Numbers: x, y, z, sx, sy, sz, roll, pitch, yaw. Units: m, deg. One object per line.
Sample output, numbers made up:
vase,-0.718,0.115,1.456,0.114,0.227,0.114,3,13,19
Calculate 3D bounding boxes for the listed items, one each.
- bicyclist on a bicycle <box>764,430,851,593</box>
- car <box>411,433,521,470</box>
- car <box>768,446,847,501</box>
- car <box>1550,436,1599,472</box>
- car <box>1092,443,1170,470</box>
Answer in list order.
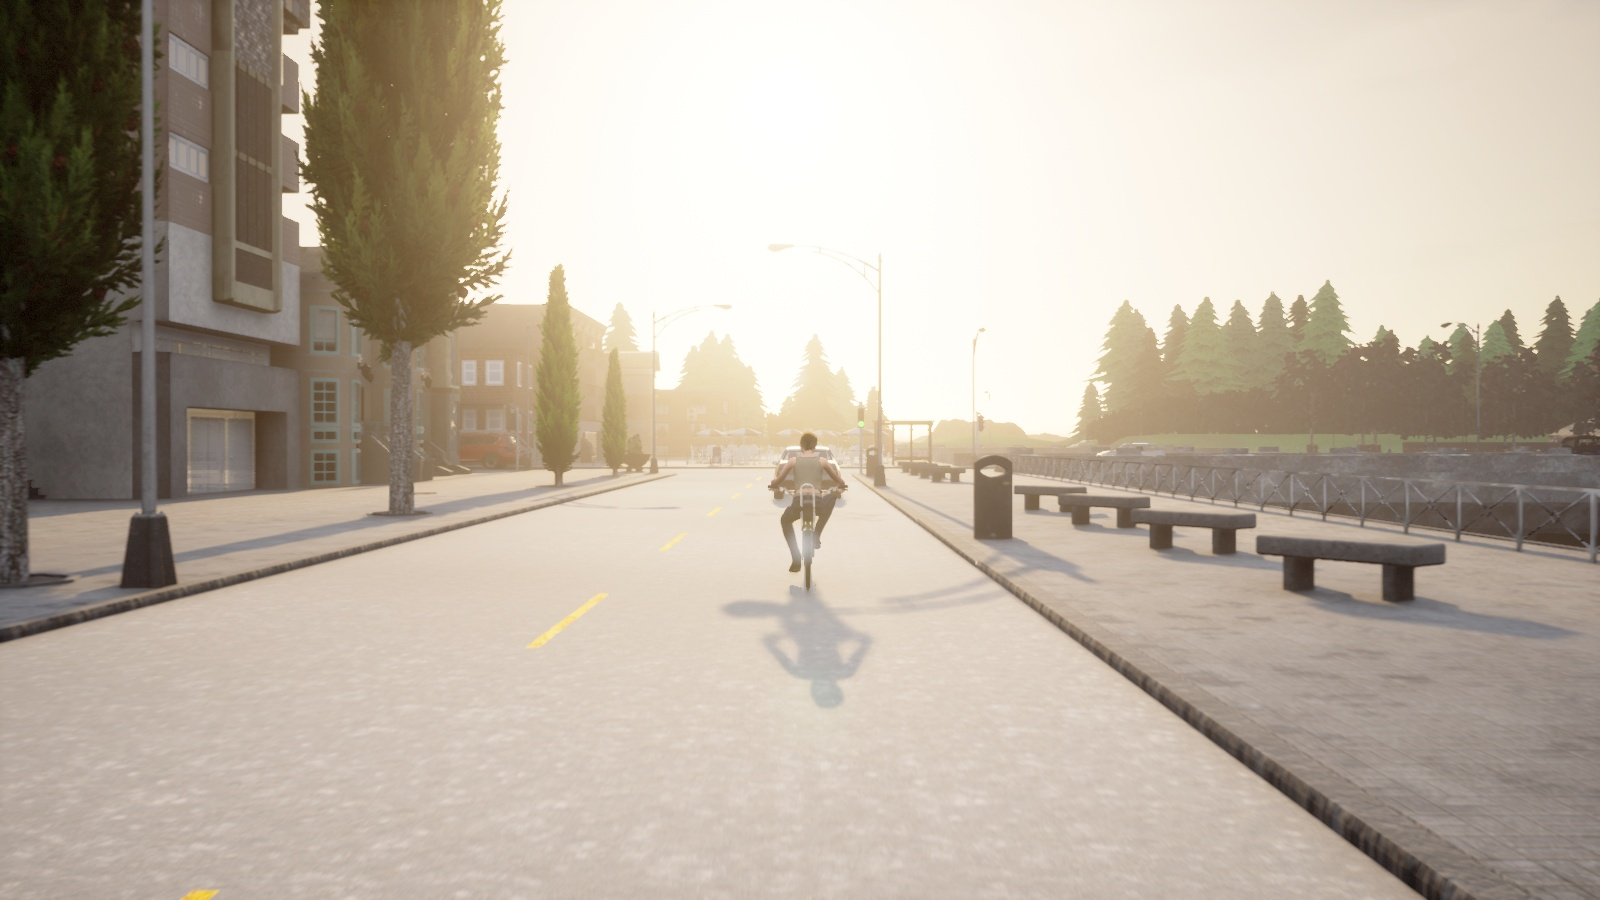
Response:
bicyclist on a bicycle,0.084,0.609,13.198,0.866,1.612,1.509,0,0,1
car,-18.648,0.054,70.337,5.566,2.045,2.150,0,0,0
car,0.210,0.596,35.145,2.033,1.411,5.357,0,0,0
car,41.933,0.204,65.996,3.866,1.878,1.905,0,0,0
car,18.461,0.332,70.122,3.806,1.475,1.970,0,0,0
